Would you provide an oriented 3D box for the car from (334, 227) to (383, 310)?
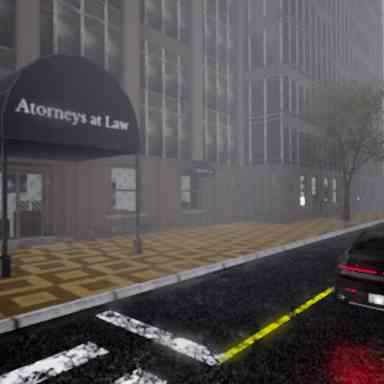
[{"bbox_3d":[4.648,1.504,7.238,1.837,1.490,4.892,-1,0,42],"label":"car"}]
